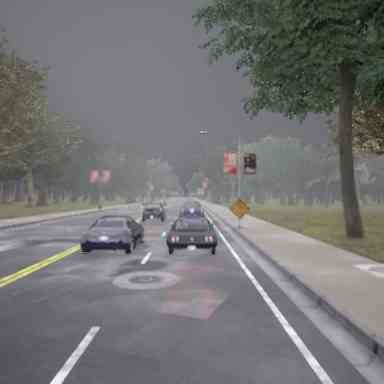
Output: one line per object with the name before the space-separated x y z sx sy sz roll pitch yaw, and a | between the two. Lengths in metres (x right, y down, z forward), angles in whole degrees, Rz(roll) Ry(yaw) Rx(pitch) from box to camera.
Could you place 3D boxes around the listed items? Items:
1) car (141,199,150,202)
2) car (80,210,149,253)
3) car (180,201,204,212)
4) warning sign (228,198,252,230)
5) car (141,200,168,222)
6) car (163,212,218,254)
car | -9.743 2.291 71.773 1.837 1.490 4.892 0 -1 0
car | -3.245 1.692 14.281 1.994 1.385 4.181 0 0 0
car | 0.006 1.604 29.080 2.097 1.767 4.553 0 -1 0
warning sign | 2.845 1.288 19.885 1.300 1.860 1.060 0 -1 0
car | -3.242 1.764 29.296 1.837 1.490 4.892 0 0 0
car | 0.003 1.727 14.109 1.895 1.301 4.718 0 0 0
